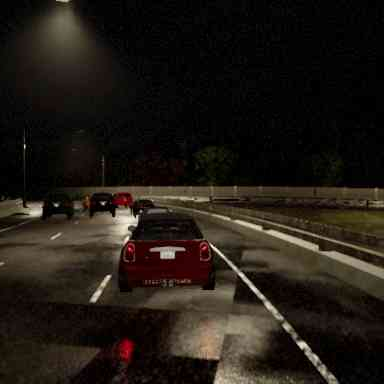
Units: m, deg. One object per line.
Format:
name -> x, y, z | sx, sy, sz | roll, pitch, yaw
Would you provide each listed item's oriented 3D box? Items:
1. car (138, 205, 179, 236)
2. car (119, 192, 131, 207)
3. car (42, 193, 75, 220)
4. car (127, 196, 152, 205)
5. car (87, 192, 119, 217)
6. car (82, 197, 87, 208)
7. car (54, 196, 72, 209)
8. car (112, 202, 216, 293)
car -> -1.995, 1.491, 18.718 | 1.994, 1.385, 4.181 | 0, 0, -10
car -> -9.271, 1.058, 43.380 | 2.150, 2.045, 5.566 | 0, 0, -22
car -> -10.961, 1.115, 27.429 | 2.150, 2.045, 5.566 | 0, -1, -18
car -> -4.410, 1.393, 29.596 | 1.837, 1.490, 4.892 | 0, 1, -16
car -> -8.219, 1.104, 30.402 | 2.150, 2.045, 5.566 | 0, 0, -17
car -> -13.321, 1.314, 43.865 | 1.882, 1.535, 5.008 | 0, 0, -24
car -> -16.715, 1.347, 42.882 | 1.837, 1.490, 4.892 | 0, 0, -24
car -> -0.685, 1.317, 8.982 | 2.097, 1.767, 4.553 | 0, 0, -5
